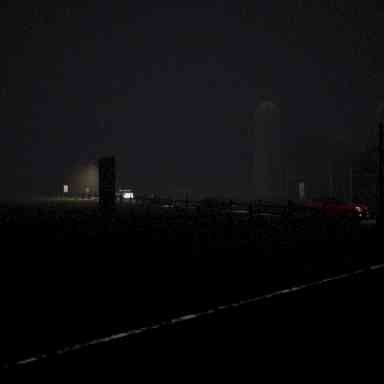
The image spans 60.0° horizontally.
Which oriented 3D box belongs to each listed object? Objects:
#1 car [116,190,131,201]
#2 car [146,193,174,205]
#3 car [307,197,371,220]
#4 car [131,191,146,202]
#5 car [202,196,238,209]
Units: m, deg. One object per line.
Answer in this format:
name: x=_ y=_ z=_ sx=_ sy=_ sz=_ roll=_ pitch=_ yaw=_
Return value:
car: x=-13.645 y=0.621 z=66.063 sx=2.150 sy=2.045 sz=5.566 roll=-1 pitch=1 yaw=-36
car: x=-4.490 y=1.140 z=48.561 sx=1.812 sy=1.442 sz=4.674 roll=-1 pitch=1 yaw=-36
car: x=11.699 y=1.221 z=26.587 sx=2.097 sy=1.767 sz=4.553 roll=-1 pitch=1 yaw=-40
car: x=-8.308 y=0.982 z=58.711 sx=2.128 sy=1.511 sz=4.902 roll=-1 pitch=1 yaw=-36
car: x=3.159 y=1.231 z=37.919 sx=2.128 sy=1.511 sz=4.902 roll=-1 pitch=1 yaw=-36
